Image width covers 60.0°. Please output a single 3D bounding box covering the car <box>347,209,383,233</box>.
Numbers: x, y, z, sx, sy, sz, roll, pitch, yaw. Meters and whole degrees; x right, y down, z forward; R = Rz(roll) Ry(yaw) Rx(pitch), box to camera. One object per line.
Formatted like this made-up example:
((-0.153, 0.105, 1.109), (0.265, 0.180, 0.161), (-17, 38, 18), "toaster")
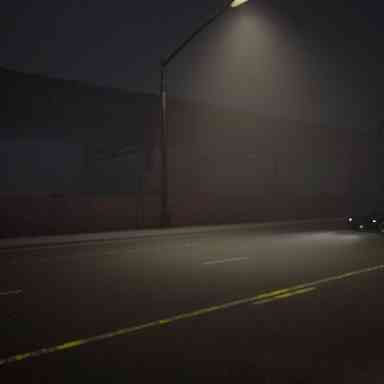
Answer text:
((11.891, 1.783, 21.109), (4.718, 1.301, 1.895), (1, 0, -36), "car")
